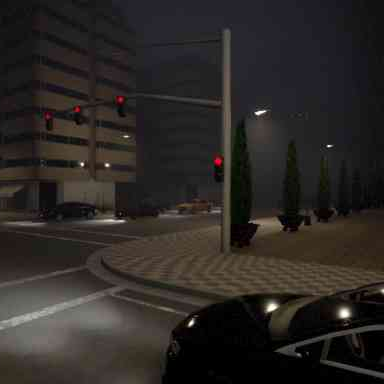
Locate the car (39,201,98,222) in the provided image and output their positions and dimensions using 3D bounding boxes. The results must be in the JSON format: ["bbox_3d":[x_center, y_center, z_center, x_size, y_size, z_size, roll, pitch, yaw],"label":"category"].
[{"bbox_3d":[-10.114,1.560,27.451,1.837,1.490,4.892,0,0,35],"label":"car"}]

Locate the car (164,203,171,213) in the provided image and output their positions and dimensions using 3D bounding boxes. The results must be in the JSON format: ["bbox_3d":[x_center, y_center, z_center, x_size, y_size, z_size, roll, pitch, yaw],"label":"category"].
[{"bbox_3d":[-4.493,1.603,35.407,2.033,1.411,5.357,0,0,35],"label":"car"}]

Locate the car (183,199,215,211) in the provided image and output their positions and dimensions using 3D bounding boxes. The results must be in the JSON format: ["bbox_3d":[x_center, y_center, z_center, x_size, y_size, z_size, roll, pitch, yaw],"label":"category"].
[{"bbox_3d":[0.959,1.619,43.096,1.994,1.385,4.181,0,0,36],"label":"car"}]

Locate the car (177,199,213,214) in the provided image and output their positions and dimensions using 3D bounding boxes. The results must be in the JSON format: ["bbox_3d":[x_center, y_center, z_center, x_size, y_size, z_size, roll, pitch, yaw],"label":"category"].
[{"bbox_3d":[0.412,1.533,36.281,1.882,1.535,5.008,0,0,35],"label":"car"}]

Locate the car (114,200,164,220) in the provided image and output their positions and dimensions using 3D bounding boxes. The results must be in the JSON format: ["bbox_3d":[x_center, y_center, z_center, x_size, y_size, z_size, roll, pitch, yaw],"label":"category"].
[{"bbox_3d":[-4.739,1.619,28.995,1.994,1.385,4.181,0,0,35],"label":"car"}]

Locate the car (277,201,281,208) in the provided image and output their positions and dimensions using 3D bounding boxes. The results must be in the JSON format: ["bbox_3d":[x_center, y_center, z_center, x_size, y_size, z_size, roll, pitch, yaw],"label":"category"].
[{"bbox_3d":[14.444,1.603,49.728,2.033,1.411,5.357,0,0,35],"label":"car"}]

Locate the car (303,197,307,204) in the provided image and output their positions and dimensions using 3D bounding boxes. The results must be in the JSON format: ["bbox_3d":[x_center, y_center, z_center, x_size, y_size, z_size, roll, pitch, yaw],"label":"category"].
[{"bbox_3d":[20.653,1.547,58.516,2.128,1.511,4.902,0,0,35],"label":"car"}]

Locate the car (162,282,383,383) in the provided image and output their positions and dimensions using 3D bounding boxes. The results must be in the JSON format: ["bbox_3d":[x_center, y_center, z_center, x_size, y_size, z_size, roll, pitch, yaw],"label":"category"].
[{"bbox_3d":[1.944,1.492,2.587,4.902,1.511,2.128,0,0,36],"label":"car"}]

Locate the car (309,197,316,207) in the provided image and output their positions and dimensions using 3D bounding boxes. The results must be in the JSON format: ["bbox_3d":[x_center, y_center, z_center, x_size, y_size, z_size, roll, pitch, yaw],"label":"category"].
[{"bbox_3d":[19.811,1.619,51.252,1.994,1.385,4.181,0,0,35],"label":"car"}]
